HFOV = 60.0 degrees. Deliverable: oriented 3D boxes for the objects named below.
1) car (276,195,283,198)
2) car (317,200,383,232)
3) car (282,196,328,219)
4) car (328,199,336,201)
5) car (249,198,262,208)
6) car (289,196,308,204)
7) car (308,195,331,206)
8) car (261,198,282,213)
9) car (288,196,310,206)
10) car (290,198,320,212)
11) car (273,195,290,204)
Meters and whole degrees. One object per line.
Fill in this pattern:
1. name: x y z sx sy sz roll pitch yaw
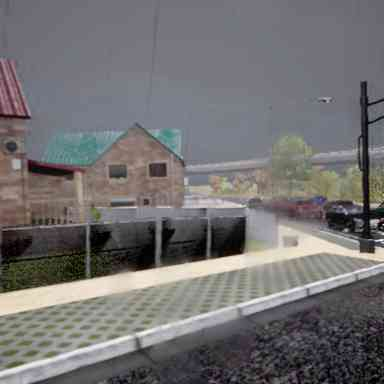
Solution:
1. car: 13.383 1.565 51.937 2.033 1.411 5.357 -2 0 0
2. car: 10.069 1.563 20.880 2.128 1.511 4.902 -2 0 0
3. car: 10.065 1.443 30.095 2.097 1.767 4.553 -2 0 0
4. car: 13.318 1.469 29.471 1.837 1.490 4.892 -2 0 0
5. car: 10.131 1.650 52.395 1.837 1.490 4.892 -2 0 1
6. car: 19.900 1.398 62.265 1.895 1.301 4.718 -2 0 0
7. car: 19.901 1.292 52.221 1.812 1.442 4.674 -2 0 0
8. car: 10.082 1.714 40.039 1.895 1.301 4.718 -2 0 1
9. car: 16.653 1.417 52.086 1.812 1.442 4.674 -2 0 0
10. car: 13.336 1.512 39.542 1.812 1.442 4.674 -2 0 0
11. car: 16.649 1.427 62.234 1.837 1.490 4.892 -2 0 0
